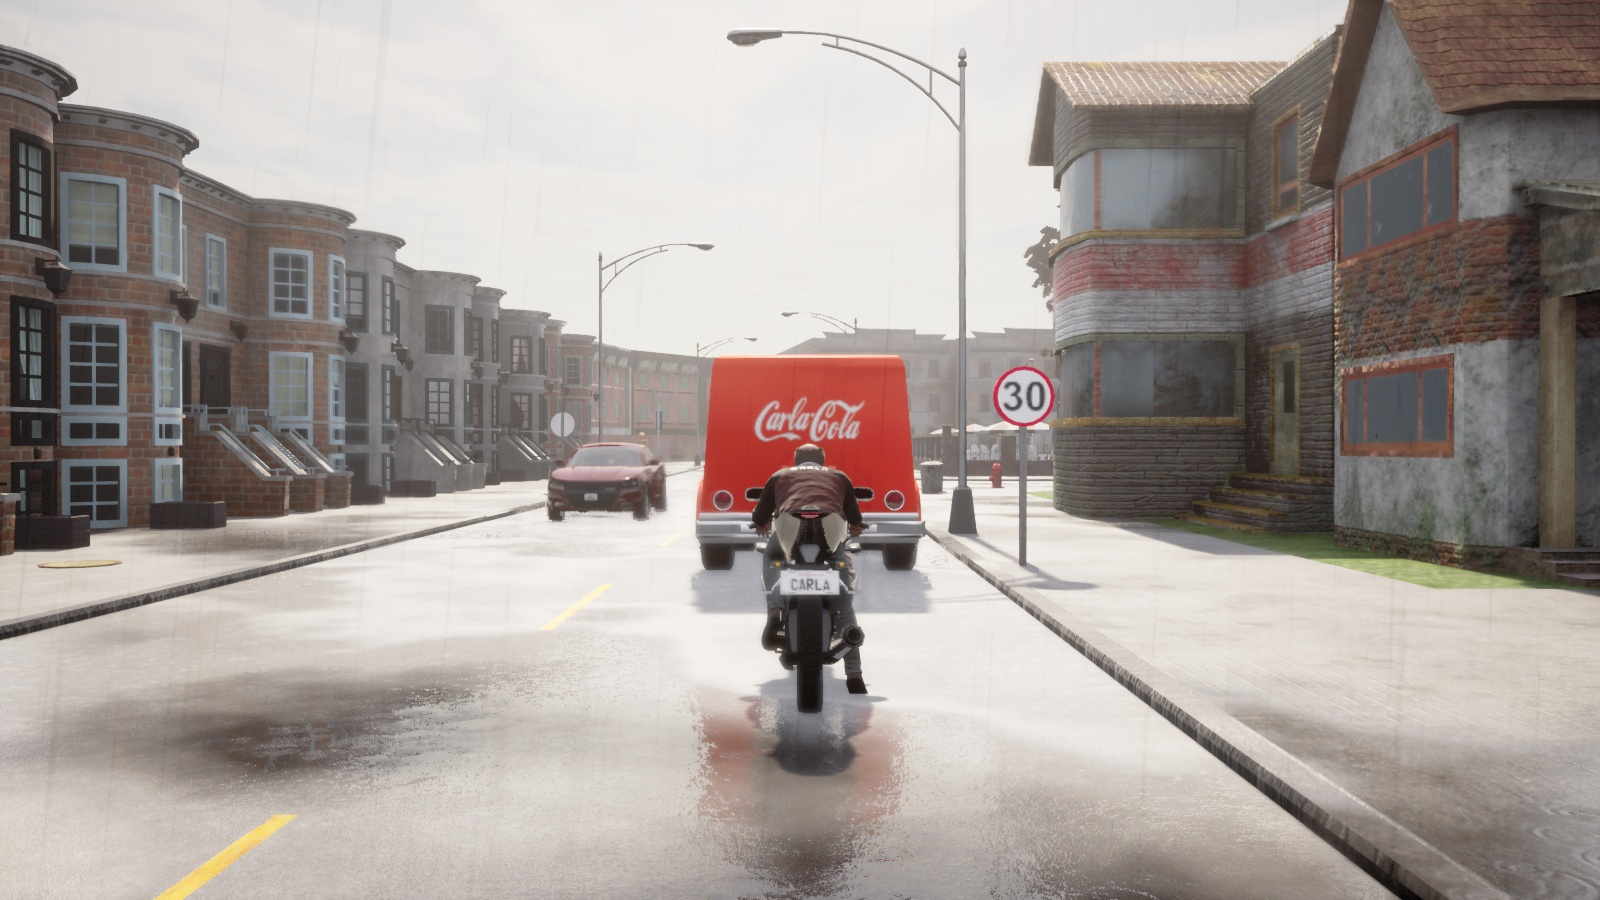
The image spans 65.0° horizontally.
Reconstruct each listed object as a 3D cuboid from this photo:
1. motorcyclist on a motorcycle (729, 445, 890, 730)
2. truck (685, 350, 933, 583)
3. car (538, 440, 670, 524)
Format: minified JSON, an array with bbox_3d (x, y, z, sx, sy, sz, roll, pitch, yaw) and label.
[{"bbox_3d":[0.059,0.737,7.850,0.866,1.530,2.191,0,0,0],"label":"motorcyclist on a motorcycle"},{"bbox_3d":[0.105,0.169,15.909,2.627,2.467,5.204,0,0,0],"label":"truck"},{"bbox_3d":[-3.842,0.577,25.480,1.882,1.535,5.008,0,0,0],"label":"car"}]
